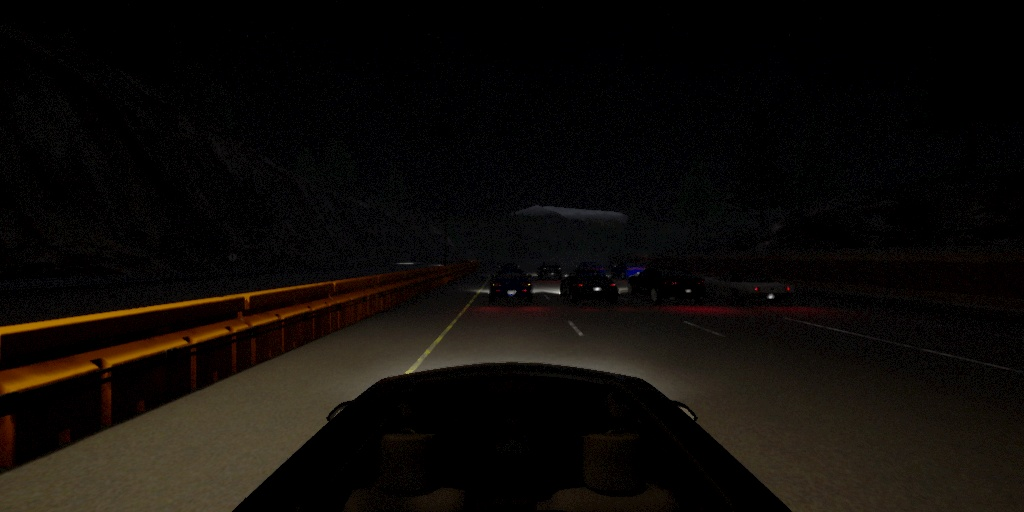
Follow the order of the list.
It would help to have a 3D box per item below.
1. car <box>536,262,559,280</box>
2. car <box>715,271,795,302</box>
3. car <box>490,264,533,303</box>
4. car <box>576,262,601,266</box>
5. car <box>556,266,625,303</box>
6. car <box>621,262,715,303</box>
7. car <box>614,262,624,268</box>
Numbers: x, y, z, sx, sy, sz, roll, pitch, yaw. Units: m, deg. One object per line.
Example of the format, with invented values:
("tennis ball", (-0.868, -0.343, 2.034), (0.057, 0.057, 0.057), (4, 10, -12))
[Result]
("car", (3.256, 1.243, 31.609), (2.128, 1.511, 4.902), (0, 0, -1))
("car", (10.445, 1.364, 16.729), (1.895, 1.301, 4.718), (0, 0, -1))
("car", (-0.054, 1.280, 16.566), (1.812, 1.442, 4.674), (0, 0, -1))
("car", (6.756, 1.232, 31.654), (1.882, 1.535, 5.008), (0, 0, -1))
("car", (3.446, 1.320, 16.610), (1.994, 1.385, 4.181), (0, 0, -1))
("car", (6.946, 1.232, 16.655), (1.882, 1.535, 5.008), (0, 0, -1))
("car", (10.256, 1.232, 31.698), (1.882, 1.535, 5.008), (0, 0, -1))
